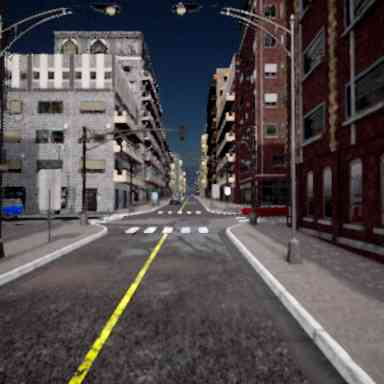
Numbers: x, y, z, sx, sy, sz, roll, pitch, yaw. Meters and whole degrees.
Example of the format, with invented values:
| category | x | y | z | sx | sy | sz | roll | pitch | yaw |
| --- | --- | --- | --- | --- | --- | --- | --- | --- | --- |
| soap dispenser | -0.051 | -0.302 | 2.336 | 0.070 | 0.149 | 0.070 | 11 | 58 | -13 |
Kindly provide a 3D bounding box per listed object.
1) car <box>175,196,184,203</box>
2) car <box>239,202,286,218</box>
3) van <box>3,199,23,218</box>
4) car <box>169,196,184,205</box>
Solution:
| category | x | y | z | sx | sy | sz | roll | pitch | yaw |
| --- | --- | --- | --- | --- | --- | --- | --- | --- | --- |
| car | -2.760 | 1.564 | 72.600 | 1.812 | 1.442 | 4.674 | 0 | 0 | 0 |
| car | 6.206 | 1.483 | 26.631 | 4.718 | 1.301 | 1.895 | -1 | -1 | -1 |
| van | -18.373 | 1.591 | 31.804 | 3.998 | 1.788 | 1.690 | -1 | -1 | -1 |
| car | -2.807 | 1.571 | 57.235 | 1.994 | 1.385 | 4.181 | 0 | 0 | 1 |
